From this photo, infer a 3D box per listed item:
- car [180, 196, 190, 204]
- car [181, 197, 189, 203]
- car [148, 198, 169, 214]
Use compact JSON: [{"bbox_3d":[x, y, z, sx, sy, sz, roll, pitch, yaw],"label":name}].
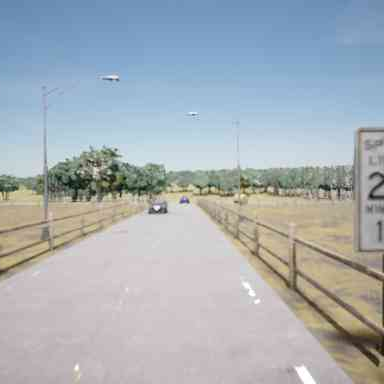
[{"bbox_3d":[-1.479,1.607,70.024,2.097,1.767,4.553,-1,-1,-1],"label":"car"},{"bbox_3d":[-1.690,1.971,80.023,1.837,1.490,4.892,-1,-2,-1],"label":"car"},{"bbox_3d":[-3.471,1.401,34.849,2.128,1.511,4.902,-1,0,-1],"label":"car"}]
